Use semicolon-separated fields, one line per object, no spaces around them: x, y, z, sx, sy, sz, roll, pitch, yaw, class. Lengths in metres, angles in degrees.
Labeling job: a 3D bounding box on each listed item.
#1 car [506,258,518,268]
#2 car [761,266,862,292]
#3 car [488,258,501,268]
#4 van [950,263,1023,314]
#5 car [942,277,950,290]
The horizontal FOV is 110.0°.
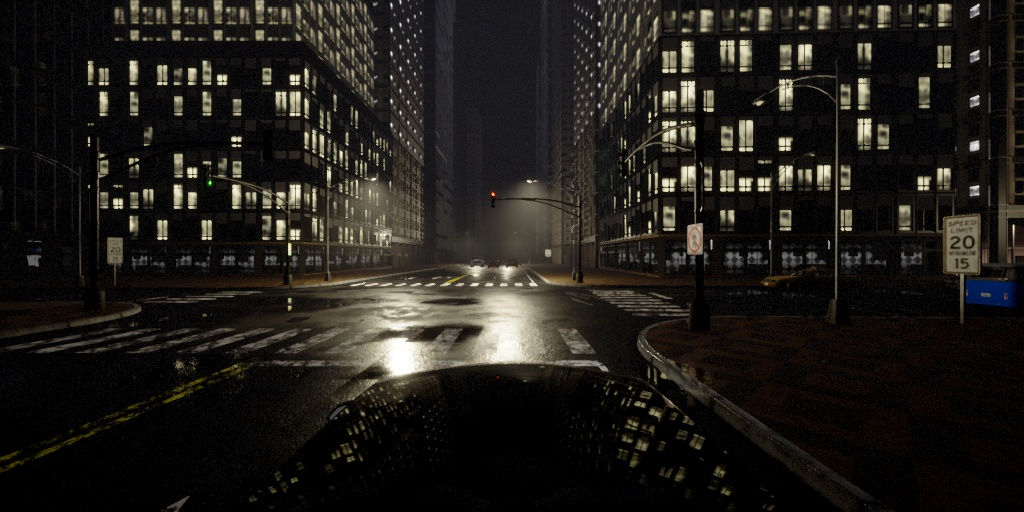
0.011;1.213;63.577;2.097;1.767;4.553;0;0;0;car
17.091;1.293;20.603;4.829;1.417;1.751;0;0;2;car
-3.240;1.460;63.220;1.895;1.301;4.718;0;0;0;car
18.360;1.119;12.431;3.998;1.789;1.690;0;0;2;van
26.925;1.356;20.117;4.207;1.307;1.802;0;0;2;car
